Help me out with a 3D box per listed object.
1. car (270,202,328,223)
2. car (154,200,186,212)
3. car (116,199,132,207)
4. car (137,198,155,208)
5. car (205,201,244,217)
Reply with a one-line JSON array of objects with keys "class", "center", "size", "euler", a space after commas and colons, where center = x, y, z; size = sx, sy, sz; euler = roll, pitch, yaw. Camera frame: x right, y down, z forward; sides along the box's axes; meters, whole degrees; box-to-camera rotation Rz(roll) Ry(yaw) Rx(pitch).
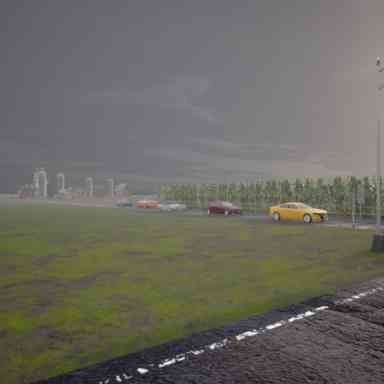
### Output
[{"class": "car", "center": [8.696, 1.632, 27.420], "size": [1.882, 1.535, 5.008], "euler": [0, -1, -34]}, {"class": "car", "center": [-2.714, 1.941, 44.156], "size": [1.895, 1.301, 4.718], "euler": [0, -1, -34]}, {"class": "car", "center": [-13.348, 2.128, 64.963], "size": [1.994, 1.385, 4.181], "euler": [0, -1, -34]}, {"class": "car", "center": [-7.645, 1.823, 56.610], "size": [2.097, 1.767, 4.553], "euler": [0, -1, -34]}, {"class": "car", "center": [3.327, 1.719, 35.280], "size": [1.882, 1.535, 5.008], "euler": [0, -1, -34]}]
